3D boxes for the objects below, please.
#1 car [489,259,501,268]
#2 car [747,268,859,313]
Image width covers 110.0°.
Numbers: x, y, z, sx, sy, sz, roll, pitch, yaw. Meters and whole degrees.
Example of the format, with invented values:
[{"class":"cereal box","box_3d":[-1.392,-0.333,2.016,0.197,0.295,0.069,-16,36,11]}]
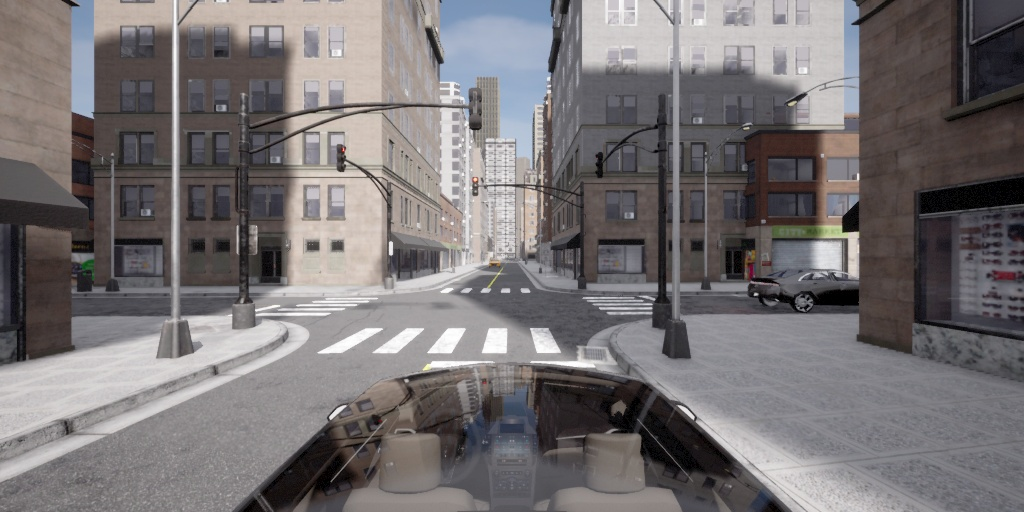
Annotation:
[{"class":"car","box_3d":[-2.998,1.208,62.908,1.882,1.535,5.008,0,0,0]},{"class":"car","box_3d":[11.427,1.209,13.225,4.902,1.511,2.128,0,0,0]}]
